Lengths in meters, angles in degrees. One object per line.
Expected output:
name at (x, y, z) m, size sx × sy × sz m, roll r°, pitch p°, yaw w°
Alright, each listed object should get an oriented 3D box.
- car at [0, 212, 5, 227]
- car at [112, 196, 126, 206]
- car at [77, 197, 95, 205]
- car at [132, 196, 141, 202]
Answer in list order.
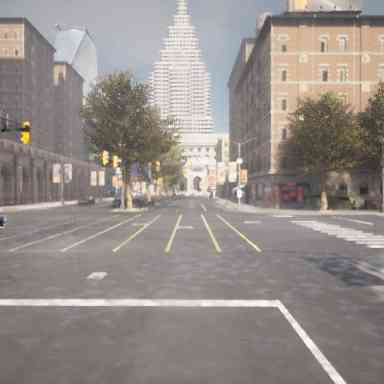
car at (-12.924, 1.209, 17.414) m, size 5.566 × 2.045 × 2.150 m, roll 0°, pitch 0°, yaw 0°
car at (-11.665, 1.466, 54.118) m, size 1.837 × 1.490 × 4.892 m, roll 0°, pitch 0°, yaw 0°
car at (-18.331, 1.554, 57.806) m, size 1.895 × 1.301 × 4.718 m, roll 0°, pitch 0°, yaw 0°
car at (-11.599, 1.491, 69.488) m, size 2.033 × 1.411 × 5.357 m, roll 0°, pitch 0°, yaw 0°
